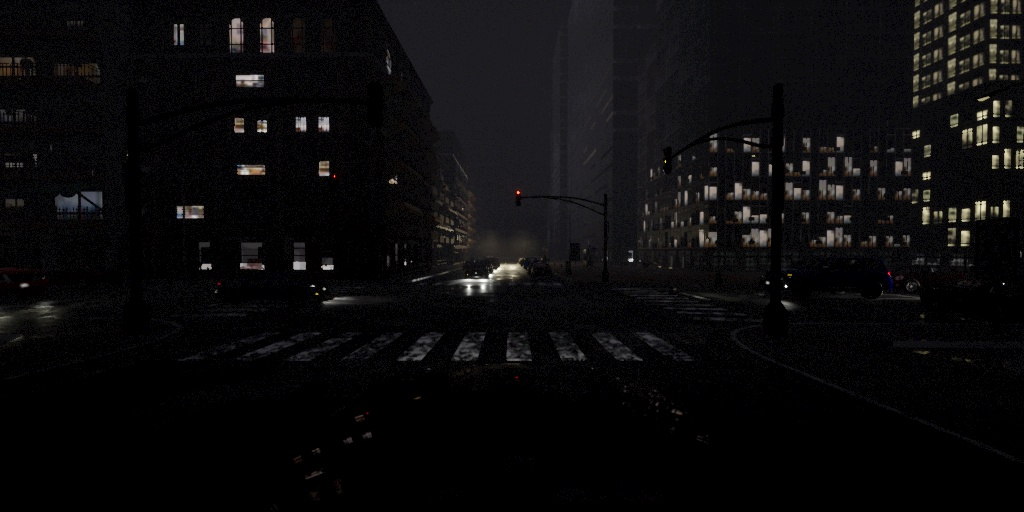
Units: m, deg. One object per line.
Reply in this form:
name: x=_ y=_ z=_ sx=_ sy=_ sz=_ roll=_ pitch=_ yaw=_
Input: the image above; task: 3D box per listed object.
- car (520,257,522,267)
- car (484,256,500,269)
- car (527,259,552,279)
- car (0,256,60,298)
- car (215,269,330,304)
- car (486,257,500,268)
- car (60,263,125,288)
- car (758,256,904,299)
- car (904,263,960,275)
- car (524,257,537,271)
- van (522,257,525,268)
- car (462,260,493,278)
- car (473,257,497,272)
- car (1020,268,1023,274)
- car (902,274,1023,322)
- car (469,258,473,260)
car: x=2.608 y=1.240 z=55.097 sx=1.888 sy=1.381 sz=4.507 roll=0 pitch=0 yaw=0
car: x=-3.130 y=1.054 z=50.826 sx=2.097 sy=1.767 sz=4.553 roll=0 pitch=0 yaw=0
car: x=2.629 y=1.272 z=32.513 sx=1.888 sy=1.381 sz=4.507 roll=0 pitch=0 yaw=0
car: x=-23.665 y=0.888 z=15.446 sx=5.566 sy=2.045 sz=2.150 roll=0 pitch=1 yaw=1
car: x=-10.423 y=1.288 z=15.837 sx=4.181 sy=1.385 sz=1.994 roll=0 pitch=1 yaw=-8
car: x=-3.114 y=1.037 z=60.734 sx=2.097 sy=1.767 sz=4.553 roll=0 pitch=0 yaw=0
car: x=-25.875 y=1.110 z=21.378 sx=4.507 sy=1.381 sz=1.888 roll=0 pitch=0 yaw=1
car: x=15.724 y=1.020 z=18.136 sx=5.566 sy=2.045 sz=2.150 roll=0 pitch=1 yaw=1
car: x=23.356 y=1.230 z=20.773 sx=4.097 sy=1.591 sz=1.967 roll=0 pitch=0 yaw=1
car: x=2.623 y=1.159 z=38.159 sx=1.967 sy=1.591 sz=4.097 roll=0 pitch=0 yaw=0
van: x=2.613 y=1.044 z=49.451 sx=1.690 sy=1.789 sz=3.998 roll=0 pitch=0 yaw=0
car: x=-3.119 y=1.290 z=32.851 sx=1.994 sy=1.385 sz=4.181 roll=0 pitch=0 yaw=0
car: x=-3.134 y=1.220 z=41.590 sx=1.837 sy=1.490 sz=4.892 roll=0 pitch=0 yaw=0
car: x=25.745 y=1.336 z=18.009 sx=4.902 sy=1.511 sz=2.128 roll=0 pitch=1 yaw=1
car: x=16.705 y=1.445 z=12.219 sx=4.403 sy=1.370 sz=2.007 roll=0 pitch=0 yaw=1
car: x=-5.735 y=1.269 z=49.410 sx=1.948 sy=1.339 sz=4.313 roll=0 pitch=0 yaw=0
